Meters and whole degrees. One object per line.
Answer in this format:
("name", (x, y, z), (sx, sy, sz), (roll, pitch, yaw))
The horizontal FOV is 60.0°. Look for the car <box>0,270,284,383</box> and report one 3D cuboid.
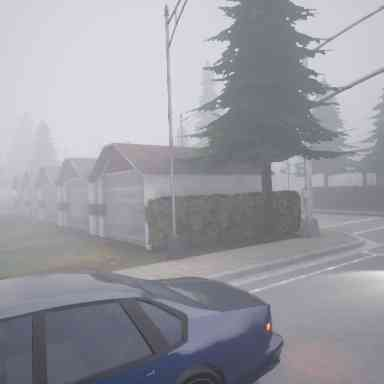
("car", (-1.575, 1.536, 2.846), (5.357, 1.411, 2.033), (-2, 1, -34))
